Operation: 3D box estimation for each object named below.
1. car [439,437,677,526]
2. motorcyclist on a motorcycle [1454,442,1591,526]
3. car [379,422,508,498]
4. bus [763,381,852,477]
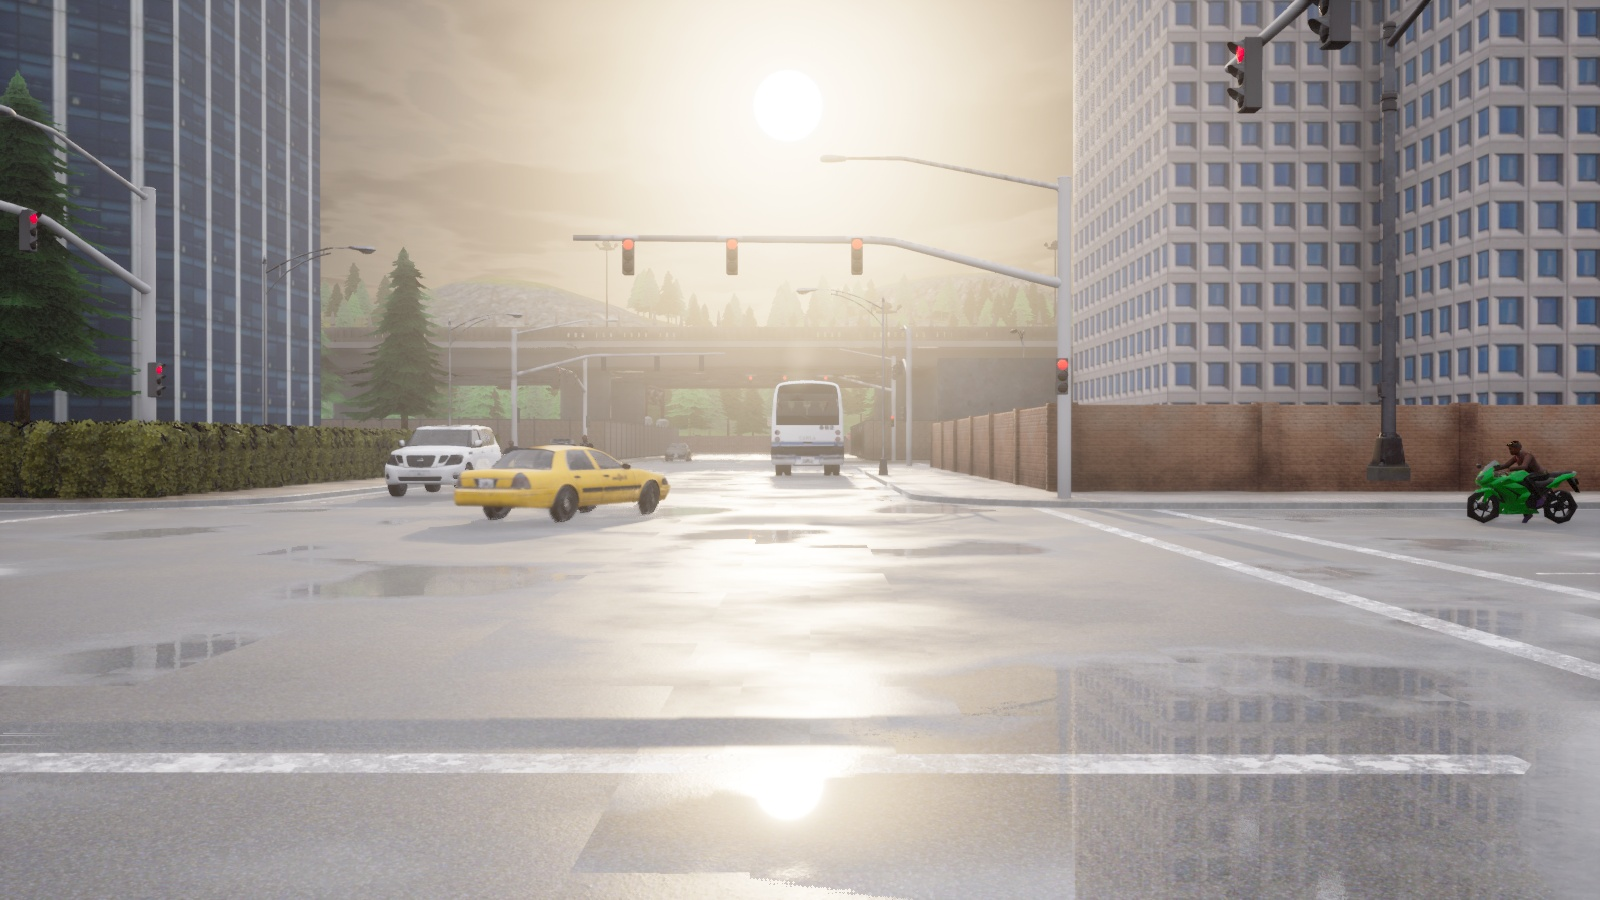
[{"bbox_3d":[-4.620,0.541,25.002,1.801,1.575,5.366,0,0,26],"label":"car"},{"bbox_3d":[13.195,0.610,22.974,2.044,1.523,0.797,0,0,1],"label":"motorcyclist on a motorcycle"},{"bbox_3d":[-10.274,0.250,36.693,2.150,2.045,5.566,0,0,0],"label":"car"},{"bbox_3d":[0.368,-0.972,60.677,3.944,4.253,10.273,0,0,0],"label":"bus"}]
